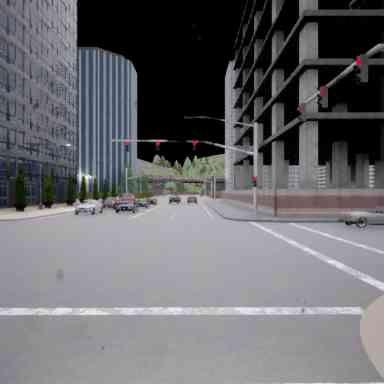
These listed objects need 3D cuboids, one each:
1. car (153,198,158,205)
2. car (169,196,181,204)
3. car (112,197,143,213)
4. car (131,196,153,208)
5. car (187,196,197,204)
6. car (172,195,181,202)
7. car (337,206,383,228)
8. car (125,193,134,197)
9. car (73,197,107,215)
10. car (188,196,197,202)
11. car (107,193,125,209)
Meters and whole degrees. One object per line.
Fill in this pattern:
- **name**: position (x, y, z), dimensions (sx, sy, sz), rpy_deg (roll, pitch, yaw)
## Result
- **car**: position (-7.037, 1.601, 56.675), dimensions (1.895, 1.301, 4.718), rpy_deg (0, 0, 0)
- **car**: position (-3.448, 1.505, 64.534), dimensions (1.837, 1.490, 4.892), rpy_deg (0, 0, 0)
- **car**: position (-7.069, 1.564, 36.726), dimensions (1.994, 1.385, 4.181), rpy_deg (0, 0, 0)
- **car**: position (-7.061, 1.564, 46.635), dimensions (1.994, 1.385, 4.181), rpy_deg (0, 0, 0)
- **car**: position (0.052, 1.492, 64.530), dimensions (2.128, 1.511, 4.902), rpy_deg (0, 0, 0)
- **car**: position (-3.440, 1.508, 73.608), dimensions (1.812, 1.442, 4.674), rpy_deg (0, 0, 0)
- **car**: position (11.897, 1.545, 21.197), dimensions (4.718, 1.301, 1.895), rpy_deg (0, 0, 0)
- **car**: position (-10.553, 1.221, 53.759), dimensions (2.150, 2.045, 5.566), rpy_deg (0, 0, 0)
- **car**: position (-10.570, 1.526, 34.411), dimensions (1.812, 1.442, 4.674), rpy_deg (0, 0, 0)
- **car**: position (0.060, 1.579, 73.635), dimensions (1.895, 1.301, 4.718), rpy_deg (0, 0, 0)
- **car**: position (-10.564, 1.352, 43.344), dimensions (2.097, 1.767, 4.553), rpy_deg (0, 0, 0)
